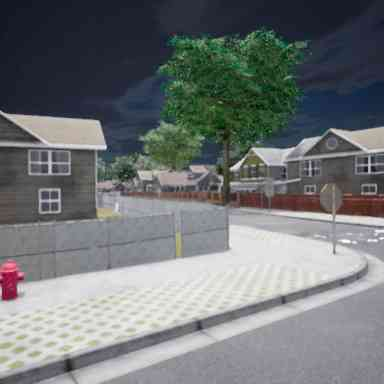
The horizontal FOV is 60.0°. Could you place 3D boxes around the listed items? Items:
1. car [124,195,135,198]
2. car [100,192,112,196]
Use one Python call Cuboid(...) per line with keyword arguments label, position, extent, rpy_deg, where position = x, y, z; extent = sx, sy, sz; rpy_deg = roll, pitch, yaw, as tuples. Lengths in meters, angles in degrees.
Cuboid(label="car", position=(-10.142, 1.206, 53.714), extent=(1.895, 1.301, 4.718), rpy_deg=(-1, 1, -23))
Cuboid(label="car", position=(-23.152, 0.848, 91.579), extent=(2.128, 1.511, 4.902), rpy_deg=(-1, 1, -23))
